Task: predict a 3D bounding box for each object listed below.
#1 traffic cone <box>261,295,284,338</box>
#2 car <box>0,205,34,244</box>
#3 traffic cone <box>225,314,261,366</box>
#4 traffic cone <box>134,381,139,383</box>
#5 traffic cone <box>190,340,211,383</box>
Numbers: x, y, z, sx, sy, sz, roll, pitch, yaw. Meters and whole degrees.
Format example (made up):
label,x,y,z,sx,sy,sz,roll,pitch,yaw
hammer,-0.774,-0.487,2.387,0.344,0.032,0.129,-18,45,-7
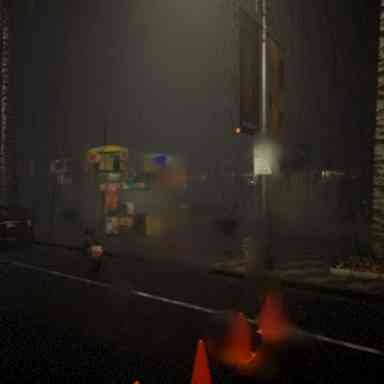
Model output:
label,x,y,z,sx,sy,sz,roll,pitch,yaw
traffic cone,1.260,1.957,5.344,0.340,0.580,0.340,0,0,36
car,-8.983,1.362,14.612,4.553,1.767,2.185,0,0,36
traffic cone,0.679,1.957,4.531,0.340,0.580,0.340,0,0,36
traffic cone,-0.484,1.957,2.903,0.340,0.580,0.340,0,0,36
traffic cone,0.098,1.957,3.717,0.340,0.580,0.340,0,0,36
